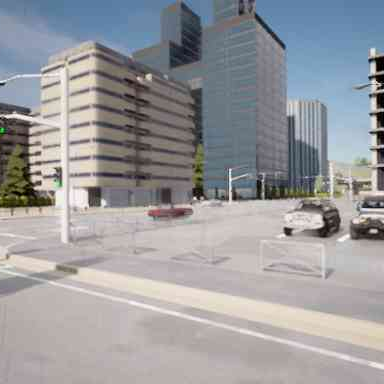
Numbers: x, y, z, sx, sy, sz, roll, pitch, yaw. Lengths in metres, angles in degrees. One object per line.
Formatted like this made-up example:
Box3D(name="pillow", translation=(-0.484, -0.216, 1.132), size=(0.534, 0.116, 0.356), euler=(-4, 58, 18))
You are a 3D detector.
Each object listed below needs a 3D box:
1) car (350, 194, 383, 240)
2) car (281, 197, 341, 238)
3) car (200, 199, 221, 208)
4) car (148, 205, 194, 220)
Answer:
Box3D(name="car", translation=(8.555, 1.177, 15.343), size=(1.905, 1.878, 3.866), euler=(-1, 0, 34))
Box3D(name="car", translation=(6.194, 1.206, 17.017), size=(1.932, 1.855, 4.605), euler=(-1, 0, 34))
Box3D(name="car", translation=(3.257, 1.853, 56.539), size=(1.812, 1.442, 4.674), euler=(-1, -1, 34))
Box3D(name="car", translation=(-1.787, 1.794, 30.289), size=(1.895, 1.301, 4.718), euler=(-1, 0, 34))
